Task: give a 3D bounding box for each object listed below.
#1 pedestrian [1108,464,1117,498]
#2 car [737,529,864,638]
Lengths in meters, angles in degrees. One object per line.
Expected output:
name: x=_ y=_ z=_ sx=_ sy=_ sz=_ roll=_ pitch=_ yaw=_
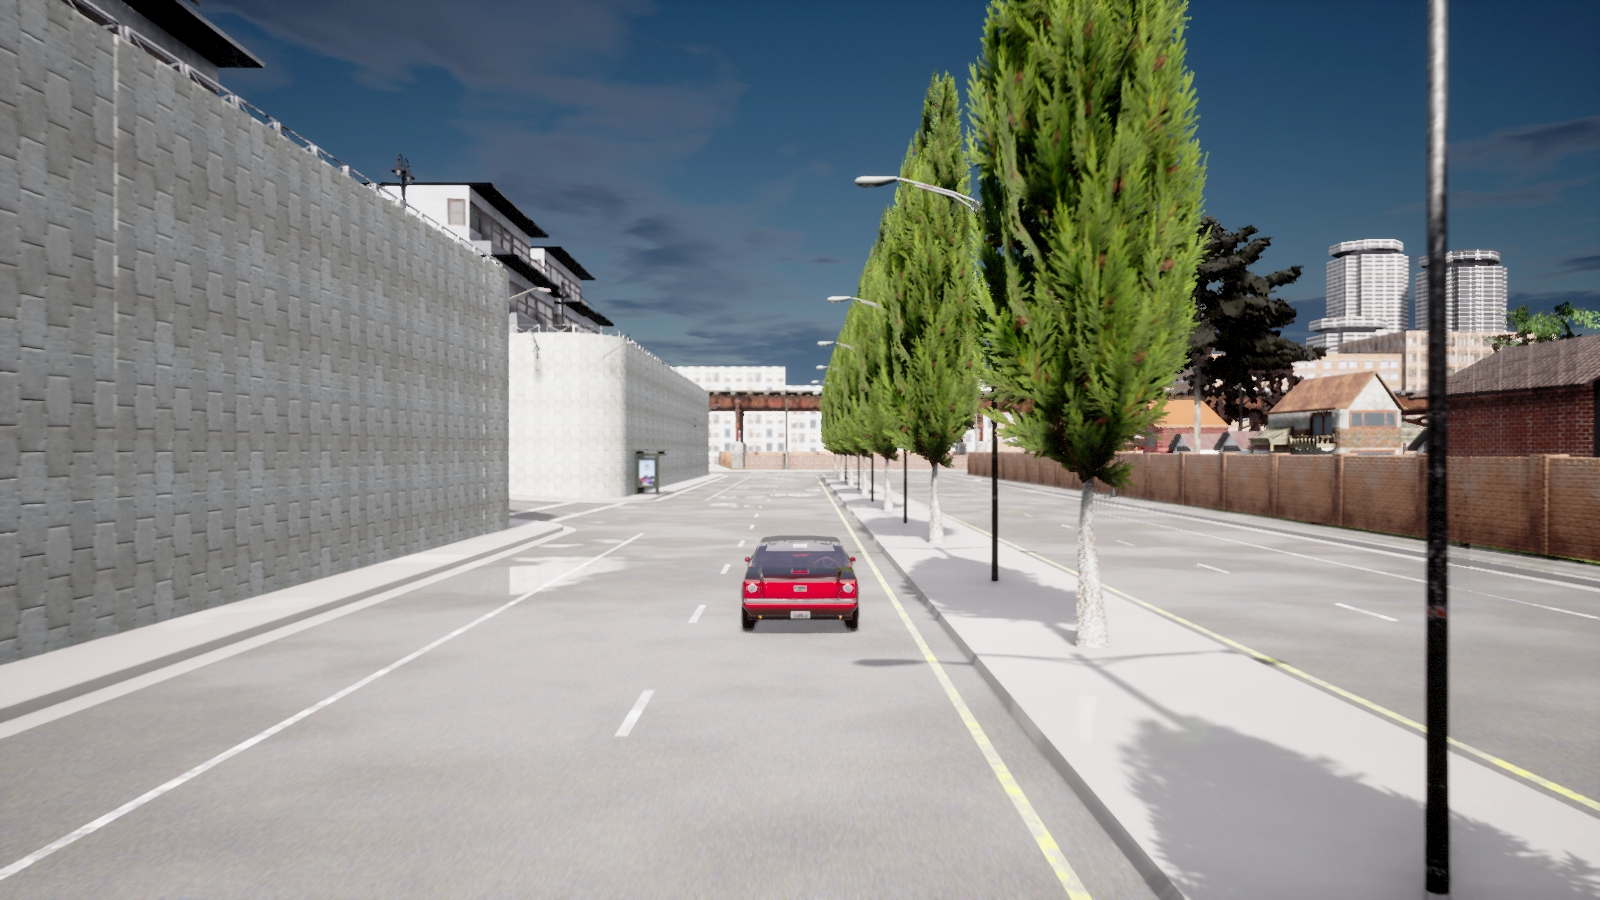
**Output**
pedestrian: x=17.133 y=1.698 z=62.591 sx=0.375 sy=1.860 sz=0.375 roll=0 pitch=0 yaw=1
car: x=0.002 y=2.155 z=19.384 sx=1.895 sy=1.301 sz=4.718 roll=0 pitch=0 yaw=0
